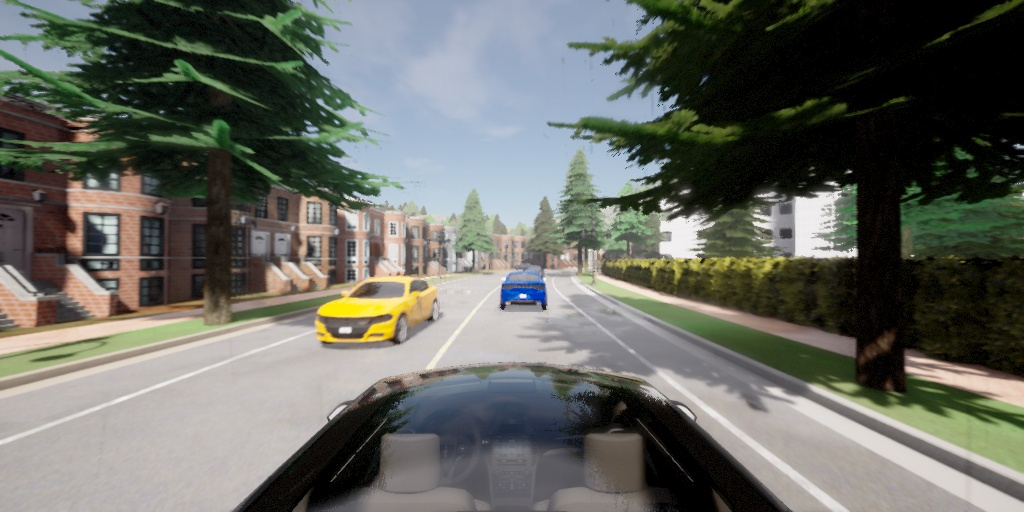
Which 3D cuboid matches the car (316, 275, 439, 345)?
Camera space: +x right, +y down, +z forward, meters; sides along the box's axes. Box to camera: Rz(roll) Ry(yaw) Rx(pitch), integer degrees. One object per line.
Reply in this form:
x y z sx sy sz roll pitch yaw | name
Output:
-3.413 1.318 10.035 1.882 1.535 5.008 0 -1 2 | car

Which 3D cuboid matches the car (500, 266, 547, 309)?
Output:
0.544 1.394 15.986 1.882 1.535 5.008 0 -1 3 | car

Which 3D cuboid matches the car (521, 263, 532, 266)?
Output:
2.348 1.703 36.283 2.033 1.411 5.357 0 -1 7 | car
